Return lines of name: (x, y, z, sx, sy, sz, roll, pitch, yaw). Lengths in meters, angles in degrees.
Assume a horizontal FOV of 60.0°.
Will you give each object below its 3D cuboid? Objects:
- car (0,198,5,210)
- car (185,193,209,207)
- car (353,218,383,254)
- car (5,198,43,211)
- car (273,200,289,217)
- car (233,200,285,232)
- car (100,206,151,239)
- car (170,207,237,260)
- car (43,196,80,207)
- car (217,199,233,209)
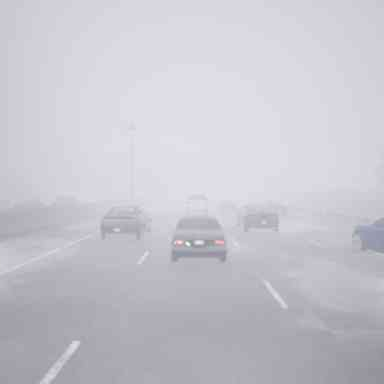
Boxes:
car: (-20.589, 1.350, 35.383, 1.812, 1.442, 4.674, 0, 0, 1)
car: (0.485, 1.139, 32.792, 2.150, 2.045, 5.566, 0, 0, 1)
car: (7.217, 1.480, 11.048, 1.882, 1.535, 5.008, 0, 0, 1)
car: (-17.098, 1.364, 34.933, 1.812, 1.442, 4.674, 0, 0, 1)
car: (7.455, 1.479, 30.361, 1.812, 1.442, 4.674, 0, 0, 1)
car: (3.828, 1.442, 20.028, 1.882, 1.535, 5.008, 0, 0, 1)
car: (-3.211, 1.434, 16.816, 2.128, 1.511, 4.902, 0, 0, 1)
car: (0.234, 1.517, 12.190, 2.033, 1.411, 5.357, 0, 0, 1)
car: (-13.585, 1.202, 35.505, 2.097, 1.767, 4.553, 0, 0, 1)
car: (4.069, 1.479, 39.851, 1.994, 1.385, 4.181, 0, 0, 1)
